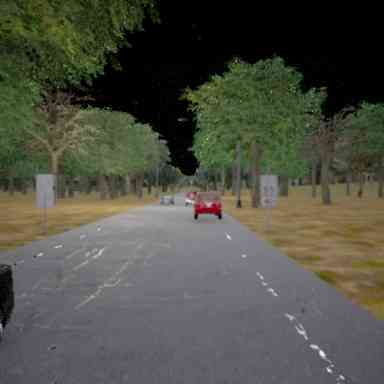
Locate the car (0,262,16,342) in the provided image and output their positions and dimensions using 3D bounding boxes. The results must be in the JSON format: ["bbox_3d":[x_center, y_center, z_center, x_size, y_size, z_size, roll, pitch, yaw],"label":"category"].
[{"bbox_3d":[-3.602,1.456,2.970,1.882,1.535,5.008,0,0,0],"label":"car"}]

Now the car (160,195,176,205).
[{"bbox_3d":[-3.571,1.182,49.191,1.812,1.442,4.674,0,0,0],"label":"car"}]

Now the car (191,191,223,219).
[{"bbox_3d":[1.220,1.041,26.856,2.150,2.045,5.566,0,0,0],"label":"car"}]

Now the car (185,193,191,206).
[{"bbox_3d":[0.009,1.269,47.695,1.895,1.301,4.718,0,0,0],"label":"car"}]

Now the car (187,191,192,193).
[{"bbox_3d":[-0.011,0.771,62.267,2.150,2.045,5.566,0,1,0],"label":"car"}]
